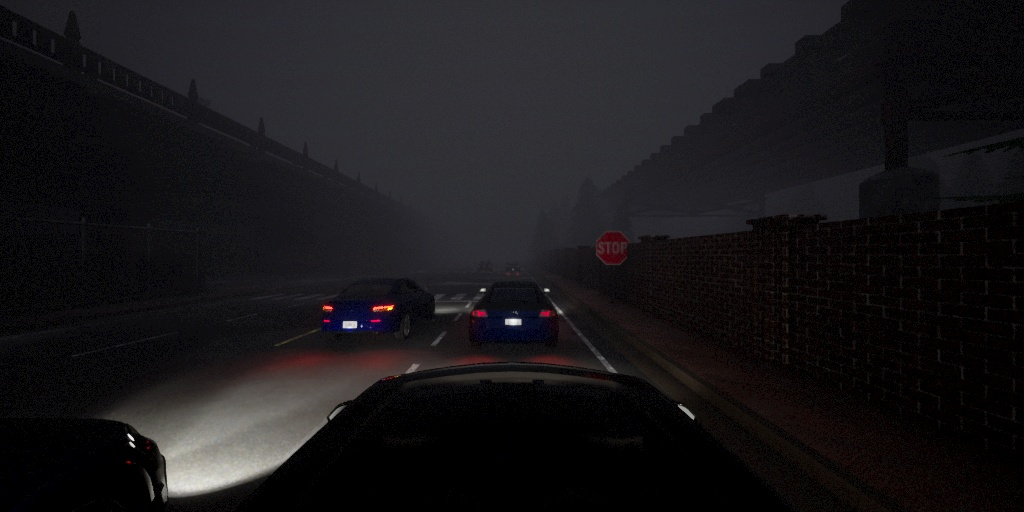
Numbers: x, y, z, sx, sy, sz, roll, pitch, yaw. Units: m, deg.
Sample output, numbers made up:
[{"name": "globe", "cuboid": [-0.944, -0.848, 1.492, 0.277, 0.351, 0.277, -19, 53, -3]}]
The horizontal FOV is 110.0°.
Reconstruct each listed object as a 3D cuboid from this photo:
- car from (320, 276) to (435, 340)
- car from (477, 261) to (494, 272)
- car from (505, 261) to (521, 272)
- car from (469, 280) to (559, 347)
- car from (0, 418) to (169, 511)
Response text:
[{"name": "car", "cuboid": [-3.412, 1.276, 9.838, 1.812, 1.442, 4.674, 0, 0, 0]}, {"name": "car", "cuboid": [-3.391, 1.297, 45.963, 2.033, 1.411, 5.357, 0, 0, -1]}, {"name": "car", "cuboid": [0.104, 1.351, 46.131, 1.895, 1.301, 4.718, 0, 0, -1]}, {"name": "car", "cuboid": [0.070, 1.314, 9.315, 1.994, 1.385, 4.181, 0, 0, 1]}, {"name": "car", "cuboid": [-3.399, 1.314, 0.742, 1.994, 1.385, 4.181, 0, 0, 0]}]
